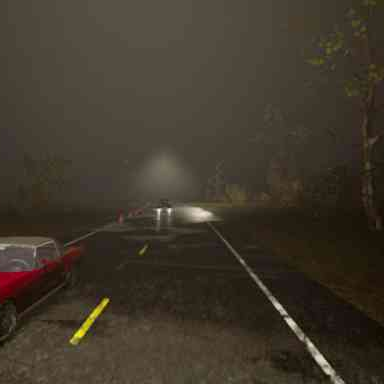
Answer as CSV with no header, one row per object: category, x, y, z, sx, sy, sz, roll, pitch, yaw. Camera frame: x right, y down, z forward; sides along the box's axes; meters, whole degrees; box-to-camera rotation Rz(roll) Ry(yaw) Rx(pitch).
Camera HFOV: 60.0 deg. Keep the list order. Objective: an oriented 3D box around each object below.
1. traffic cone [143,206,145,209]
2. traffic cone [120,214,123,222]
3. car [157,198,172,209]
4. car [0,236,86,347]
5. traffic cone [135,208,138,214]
traffic cone,-6.268,2.074,40.657,0.340,0.580,0.340,0,0,-4
traffic cone,-5.465,2.027,25.752,0.340,0.580,0.340,0,0,-2
car,-3.975,1.645,48.261,1.837,1.490,4.892,0,0,-5
car,-3.662,1.617,6.436,1.895,1.301,4.718,0,0,-1
traffic cone,-5.962,2.058,35.691,0.340,0.580,0.340,0,0,-3
